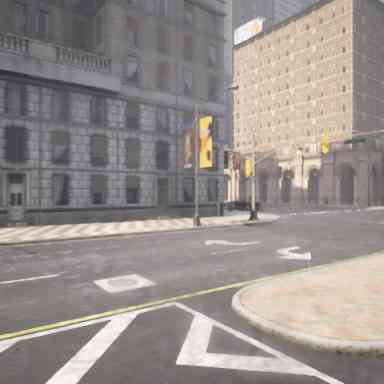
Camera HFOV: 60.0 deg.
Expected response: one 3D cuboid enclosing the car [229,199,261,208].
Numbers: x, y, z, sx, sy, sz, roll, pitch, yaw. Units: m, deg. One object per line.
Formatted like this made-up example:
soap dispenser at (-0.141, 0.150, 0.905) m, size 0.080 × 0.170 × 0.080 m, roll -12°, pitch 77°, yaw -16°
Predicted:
car at (7.355, 1.590, 46.511) m, size 1.895 × 1.301 × 4.718 m, roll 0°, pitch 0°, yaw -36°
